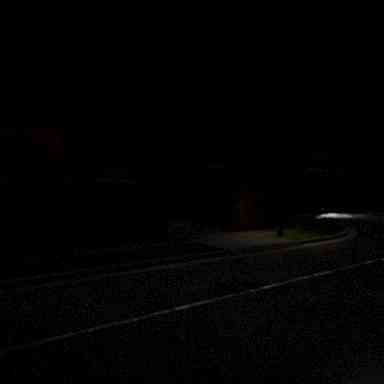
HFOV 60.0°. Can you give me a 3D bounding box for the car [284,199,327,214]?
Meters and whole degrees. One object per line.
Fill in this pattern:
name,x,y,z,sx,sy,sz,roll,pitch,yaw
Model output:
car,11.090,1.403,32.750,1.994,1.385,4.181,0,0,-35
